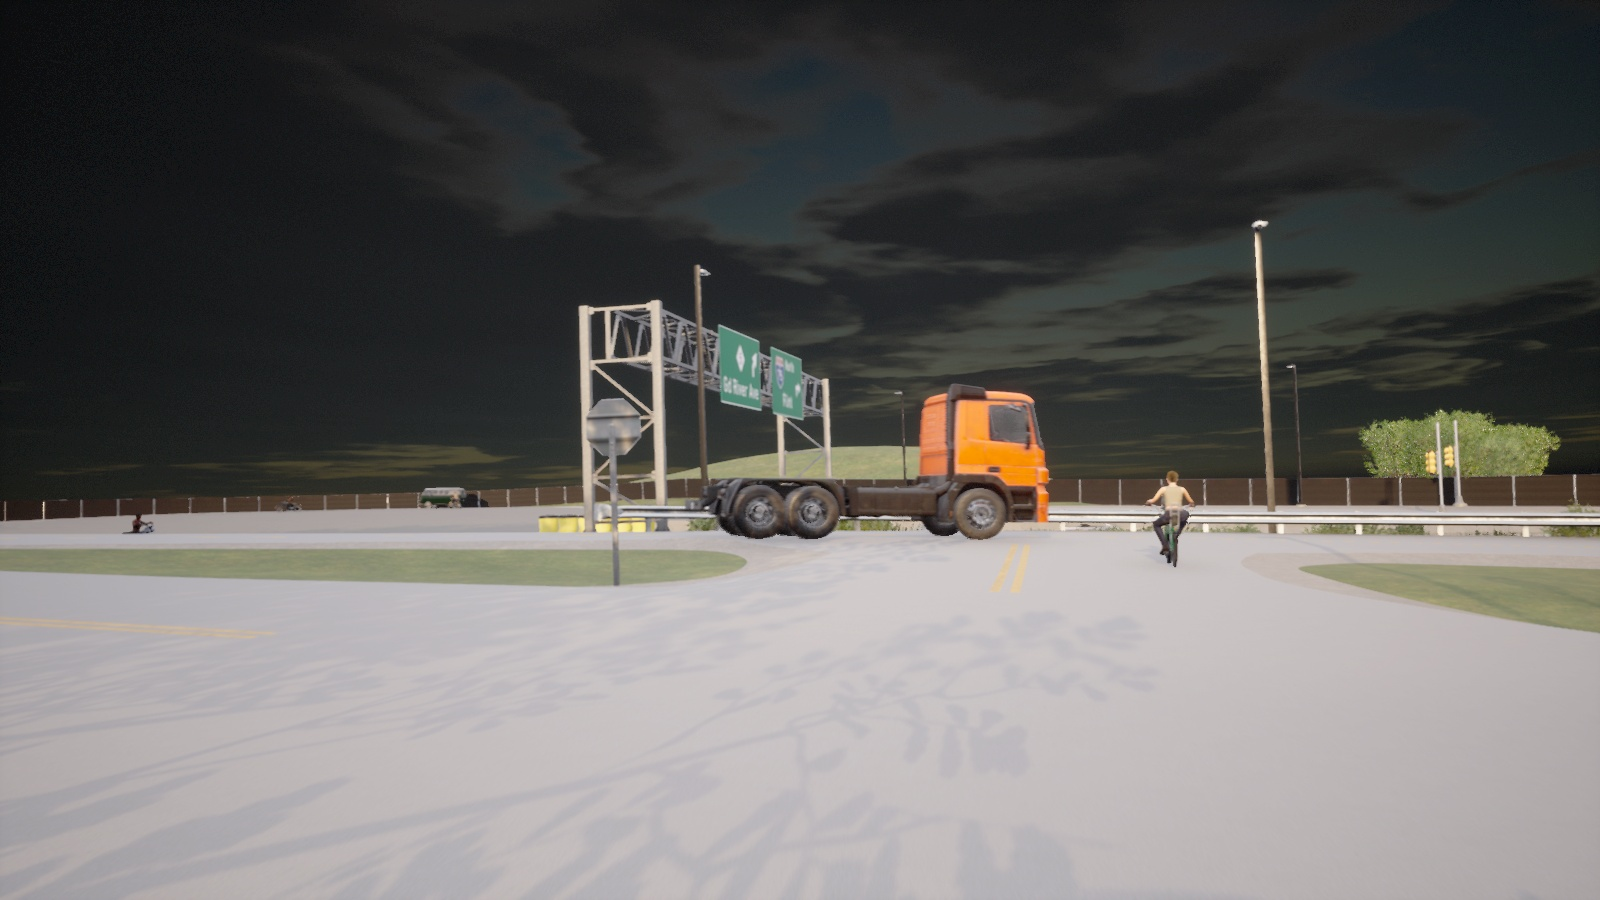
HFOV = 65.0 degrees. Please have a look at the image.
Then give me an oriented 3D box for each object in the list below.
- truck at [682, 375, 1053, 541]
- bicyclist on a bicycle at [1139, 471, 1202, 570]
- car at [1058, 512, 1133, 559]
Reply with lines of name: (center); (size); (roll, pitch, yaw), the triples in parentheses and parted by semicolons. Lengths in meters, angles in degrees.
truck: (1.463, 0.283, 28.621); (7.936, 3.462, 2.891); (1, -2, -12)
bicyclist on a bicycle: (6.289, 1.172, 21.393); (0.866, 1.612, 1.509); (0, -1, 10)
car: (9.256, 2.672, 39.360); (2.207, 1.376, 1.481); (-1, -2, 13)
